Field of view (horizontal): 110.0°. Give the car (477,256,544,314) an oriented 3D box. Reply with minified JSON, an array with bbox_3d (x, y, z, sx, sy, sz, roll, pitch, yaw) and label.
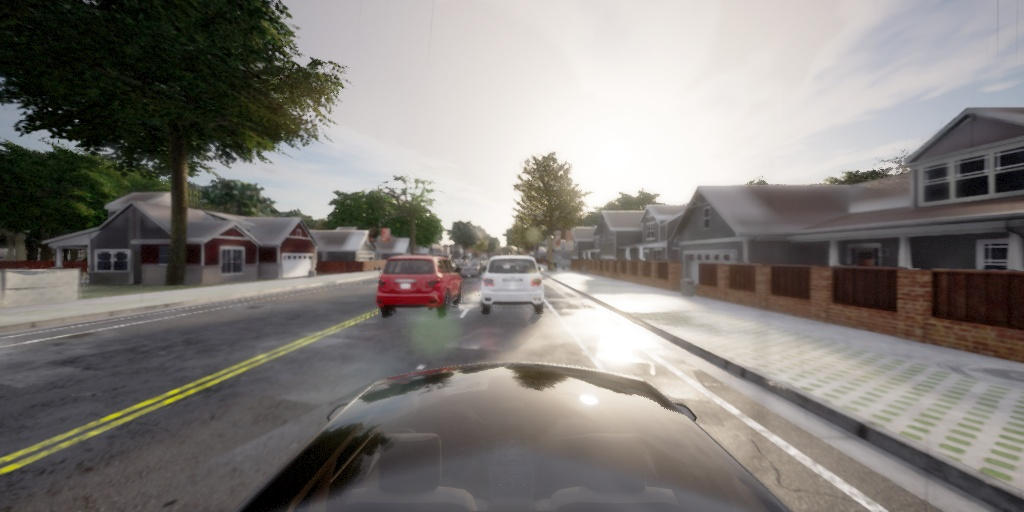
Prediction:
[{"bbox_3d":[0.011,1.022,14.206,2.150,2.045,5.566,0,0,0],"label":"car"}]

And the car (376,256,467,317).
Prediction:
[{"bbox_3d":[-3.236,1.022,13.541,2.150,2.045,5.566,0,0,0],"label":"car"}]

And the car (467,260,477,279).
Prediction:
[{"bbox_3d":[-3.372,1.361,30.614,2.128,1.511,4.902,0,0,0],"label":"car"}]
